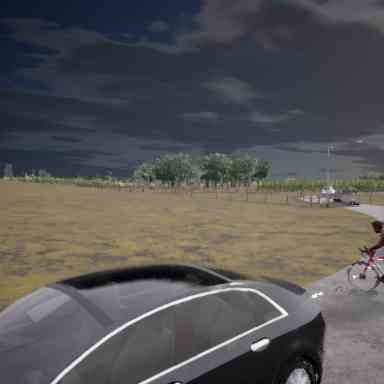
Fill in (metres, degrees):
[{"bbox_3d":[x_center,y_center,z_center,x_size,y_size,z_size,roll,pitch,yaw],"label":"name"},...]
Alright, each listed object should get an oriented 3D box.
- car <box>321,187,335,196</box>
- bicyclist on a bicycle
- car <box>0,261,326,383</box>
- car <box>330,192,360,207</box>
[{"bbox_3d":[31.644,-0.165,77.091,2.150,2.045,5.566,0,1,34],"label":"car"},{"bbox_3d":[4.200,1.451,7.189,1.656,1.620,0.582,-1,-1,45],"label":"bicyclist on a bicycle"},{"bbox_3d":[-0.689,1.504,2.838,4.892,1.490,1.837,0,0,-40],"label":"car"},{"bbox_3d":[19.703,1.112,42.388,1.994,1.385,4.181,0,2,4],"label":"car"}]
